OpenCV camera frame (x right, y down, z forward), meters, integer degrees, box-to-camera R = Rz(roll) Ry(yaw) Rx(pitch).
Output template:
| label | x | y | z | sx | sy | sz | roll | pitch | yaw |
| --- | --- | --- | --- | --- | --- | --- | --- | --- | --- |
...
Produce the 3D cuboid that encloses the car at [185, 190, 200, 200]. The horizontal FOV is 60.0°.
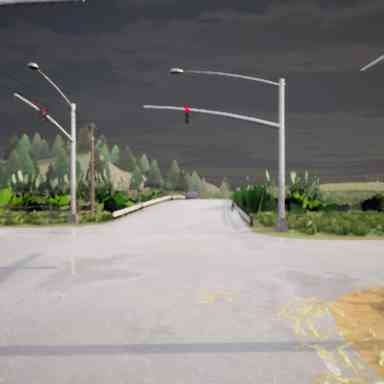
| label | x | y | z | sx | sy | sz | roll | pitch | yaw |
| --- | --- | --- | --- | --- | --- | --- | --- | --- | --- |
| car | 0.106 | 0.550 | 50.477 | 1.837 | 1.490 | 4.892 | 0 | 1 | 7 |
